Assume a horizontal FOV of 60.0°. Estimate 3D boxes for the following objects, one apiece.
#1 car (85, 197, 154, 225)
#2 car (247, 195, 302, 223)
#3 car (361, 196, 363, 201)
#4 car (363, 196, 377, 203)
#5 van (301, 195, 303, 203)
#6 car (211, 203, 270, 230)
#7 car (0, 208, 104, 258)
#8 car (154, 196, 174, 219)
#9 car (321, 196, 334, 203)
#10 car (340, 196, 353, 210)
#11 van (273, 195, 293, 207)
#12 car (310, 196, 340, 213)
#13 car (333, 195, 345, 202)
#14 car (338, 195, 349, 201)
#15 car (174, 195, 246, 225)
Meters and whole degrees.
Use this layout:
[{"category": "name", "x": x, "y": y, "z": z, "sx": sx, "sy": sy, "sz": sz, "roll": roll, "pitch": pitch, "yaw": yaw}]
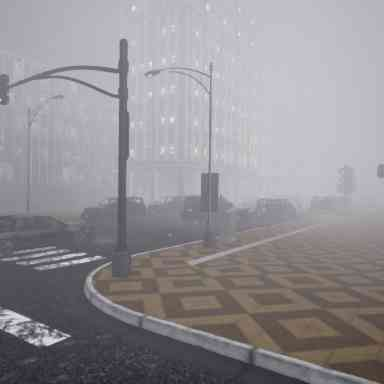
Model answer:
[{"category": "car", "x": -5.412, "y": 1.274, "z": 23.770, "sx": 2.192, "sy": 1.841, "sz": 5.009, "roll": 1, "pitch": 0, "yaw": 35}, {"category": "car", "x": 6.803, "y": 1.409, "z": 26.922, "sx": 2.192, "sy": 1.841, "sz": 5.009, "roll": 1, "pitch": 0, "yaw": 35}, {"category": "car", "x": 44.107, "y": 1.655, "z": 84.158, "sx": 2.128, "sy": 1.511, "sz": 4.902, "roll": 1, "pitch": 1, "yaw": 35}, {"category": "car", "x": 39.639, "y": 1.597, "z": 73.429, "sx": 1.967, "sy": 1.590, "sz": 4.097, "roll": 1, "pitch": 1, "yaw": 35}, {"category": "van", "x": 17.164, "y": 1.351, "z": 55.366, "sx": 1.690, "sy": 1.788, "sz": 3.998, "roll": 1, "pitch": 0, "yaw": 35}, {"category": "car", "x": 3.306, "y": 1.668, "z": 21.999, "sx": 1.802, "sy": 1.307, "sz": 4.206, "roll": 1, "pitch": 0, "yaw": 35}, {"category": "car", "x": -6.371, "y": 1.578, "z": 13.025, "sx": 2.033, "sy": 1.411, "sz": 5.357, "roll": 1, "pitch": 0, "yaw": 35}, {"category": "car", "x": -1.749, "y": 1.283, "z": 28.934, "sx": 2.192, "sy": 1.841, "sz": 5.009, "roll": 1, "pitch": 0, "yaw": 35}, {"category": "car", "x": 30.001, "y": 1.616, "z": 73.465, "sx": 1.802, "sy": 1.307, "sz": 4.206, "roll": 1, "pitch": 1, "yaw": 35}, {"category": "car", "x": 20.380, "y": 1.436, "z": 46.282, "sx": 2.192, "sy": 1.841, "sz": 5.009, "roll": 1, "pitch": 0, "yaw": 35}, {"category": "van", "x": 13.953, "y": 1.345, "z": 50.842, "sx": 1.690, "sy": 1.788, "sz": 3.998, "roll": 1, "pitch": 0, "yaw": 35}, {"category": "car", "x": 15.392, "y": 1.427, "z": 39.160, "sx": 2.192, "sy": 1.841, "sz": 5.009, "roll": 1, "pitch": 0, "yaw": 35}, {"category": "car", "x": 36.324, "y": 1.570, "z": 82.374, "sx": 1.752, "sy": 1.417, "sz": 4.829, "roll": 1, "pitch": 1, "yaw": 35}, {"category": "car", "x": 39.632, "y": 1.616, "z": 87.037, "sx": 1.947, "sy": 1.339, "sz": 4.313, "roll": 1, "pitch": 1, "yaw": 35}, {"category": "car", "x": 1.445, "y": 1.269, "z": 24.020, "sx": 2.150, "sy": 2.045, "sz": 5.566, "roll": 1, "pitch": 1, "yaw": 35}]
